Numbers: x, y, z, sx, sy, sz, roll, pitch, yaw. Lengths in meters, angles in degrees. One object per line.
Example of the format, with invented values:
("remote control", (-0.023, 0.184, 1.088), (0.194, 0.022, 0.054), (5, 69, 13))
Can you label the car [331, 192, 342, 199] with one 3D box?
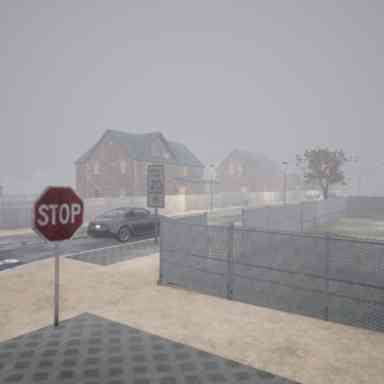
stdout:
("car", (20.501, 0.741, 48.283), (1.837, 1.490, 4.892), (1, 1, 35))

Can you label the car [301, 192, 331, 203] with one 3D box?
("car", (14.916, 0.972, 40.325), (1.895, 1.301, 4.718), (1, 1, 36))

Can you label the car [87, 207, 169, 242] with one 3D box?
("car", (-2.756, 1.383, 15.492), (1.994, 1.385, 4.181), (1, 1, 35))
